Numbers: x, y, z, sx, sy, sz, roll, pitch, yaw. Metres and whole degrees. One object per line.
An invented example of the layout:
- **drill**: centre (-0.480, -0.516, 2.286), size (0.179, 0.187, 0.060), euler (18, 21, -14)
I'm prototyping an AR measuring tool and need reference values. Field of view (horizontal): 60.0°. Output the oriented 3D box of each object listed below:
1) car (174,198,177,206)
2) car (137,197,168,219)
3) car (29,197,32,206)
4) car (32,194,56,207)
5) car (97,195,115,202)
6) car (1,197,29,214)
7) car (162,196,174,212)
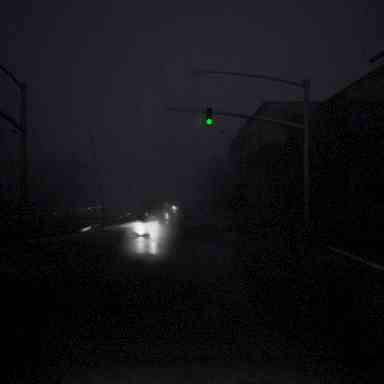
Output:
- **car**: centre (-3.480, 1.601, 53.491), size (1.895, 1.301, 4.718), euler (0, 0, 0)
- **car**: centre (-3.571, 1.491, 28.823), size (2.128, 1.511, 4.902), euler (0, 0, 0)
- **car**: centre (-25.918, 1.552, 52.149), size (1.970, 1.475, 3.806), euler (0, 0, 0)
- **car**: centre (-22.592, 1.268, 51.545), size (1.905, 1.878, 3.866), euler (0, 0, 0)
- **car**: centre (-22.122, 1.671, 85.547), size (4.611, 1.667, 2.242), euler (0, 0, 0)
- **car**: centre (-18.897, 1.490, 33.674), size (2.007, 1.523, 4.514), euler (0, 0, 0)
- **car**: centre (-3.563, 1.352, 38.677), size (2.097, 1.767, 4.553), euler (0, 0, 0)
